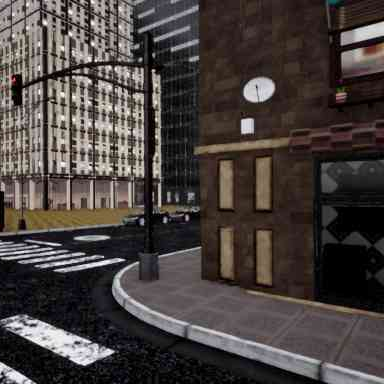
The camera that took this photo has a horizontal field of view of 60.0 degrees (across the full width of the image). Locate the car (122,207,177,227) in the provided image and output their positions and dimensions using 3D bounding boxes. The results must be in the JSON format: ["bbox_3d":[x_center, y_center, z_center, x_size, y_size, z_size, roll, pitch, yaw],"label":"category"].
[{"bbox_3d":[-3.524,1.893,25.943,2.008,1.369,4.403,-2,-2,35],"label":"car"}]

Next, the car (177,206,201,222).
[{"bbox_3d":[-0.317,1.974,30.496,2.008,1.369,4.403,-2,-2,35],"label":"car"}]
